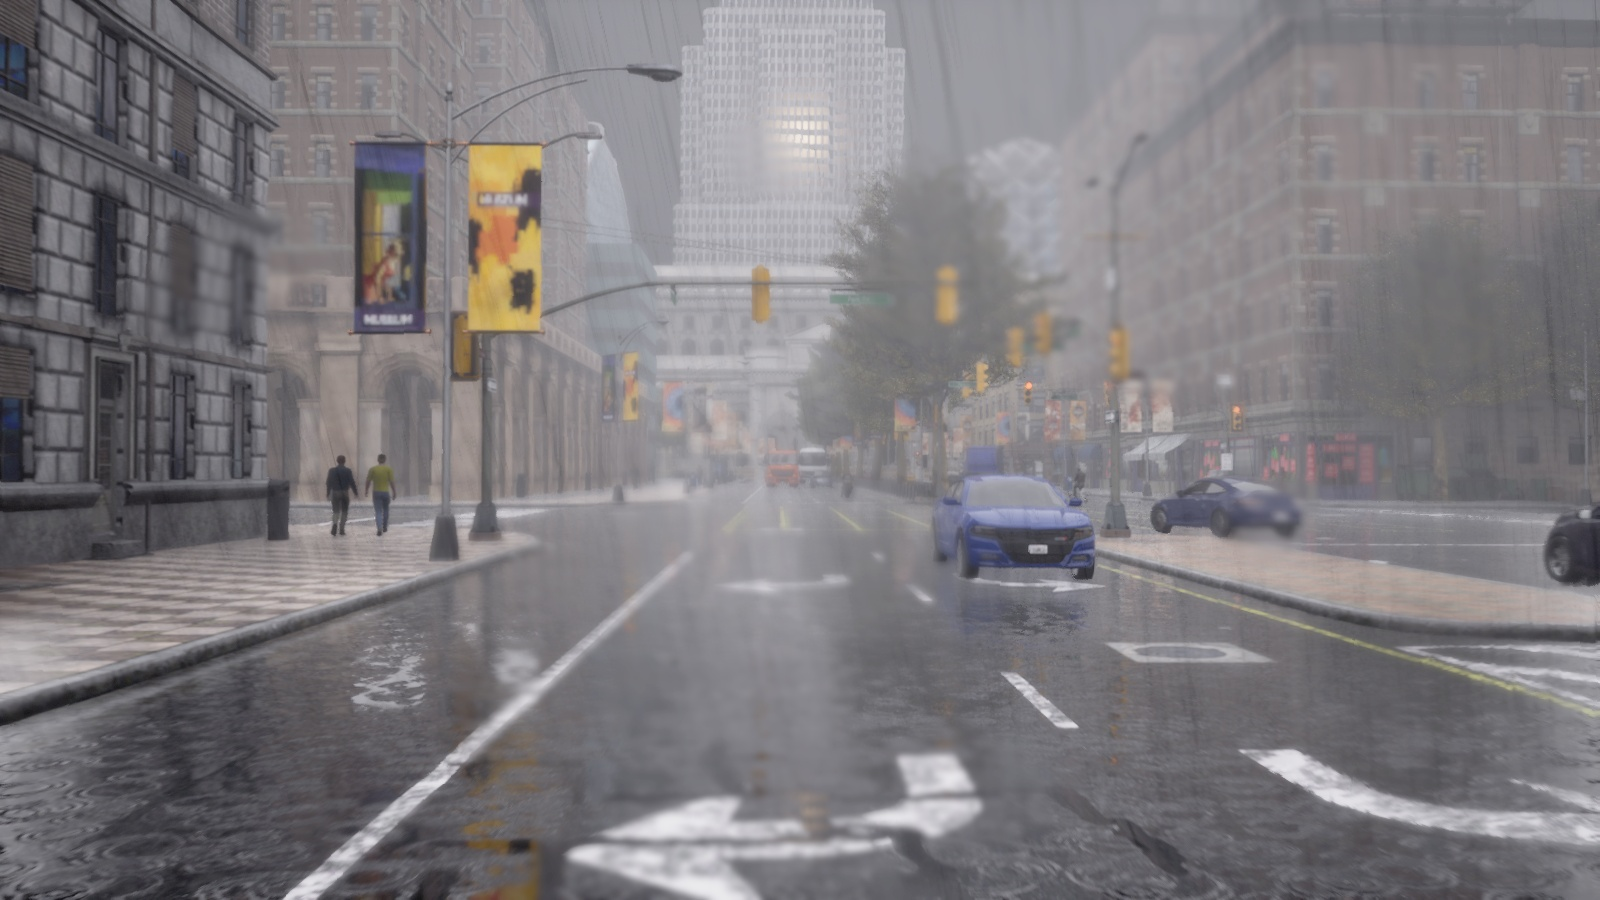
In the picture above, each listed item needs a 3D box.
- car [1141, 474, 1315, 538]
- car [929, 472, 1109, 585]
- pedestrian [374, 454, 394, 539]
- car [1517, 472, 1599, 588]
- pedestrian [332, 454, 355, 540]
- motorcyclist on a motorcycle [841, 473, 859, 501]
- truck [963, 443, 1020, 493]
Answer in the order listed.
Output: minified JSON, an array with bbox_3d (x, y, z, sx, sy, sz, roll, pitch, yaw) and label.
[{"bbox_3d":[10.297,1.303,30.644,1.812,1.442,4.674,0,-1,-13],"label":"car"},{"bbox_3d":[3.257,1.113,19.722,1.882,1.535,5.008,0,-1,-1],"label":"car"},{"bbox_3d":[-9.122,1.008,27.551,0.354,1.836,0.706,0,-1,-12],"label":"pedestrian"},{"bbox_3d":[11.299,1.038,16.299,1.845,1.501,3.633,0,-1,-1],"label":"car"},{"bbox_3d":[-9.839,1.005,27.082,0.370,1.835,0.726,0,-1,-12],"label":"pedestrian"},{"bbox_3d":[2.780,2.031,69.498,0.866,1.530,2.191,0,-1,-1],"label":"motorcyclist on a motorcycle"},{"bbox_3d":[13.874,1.315,91.398,2.891,3.462,7.936,0,-1,0],"label":"truck"}]
